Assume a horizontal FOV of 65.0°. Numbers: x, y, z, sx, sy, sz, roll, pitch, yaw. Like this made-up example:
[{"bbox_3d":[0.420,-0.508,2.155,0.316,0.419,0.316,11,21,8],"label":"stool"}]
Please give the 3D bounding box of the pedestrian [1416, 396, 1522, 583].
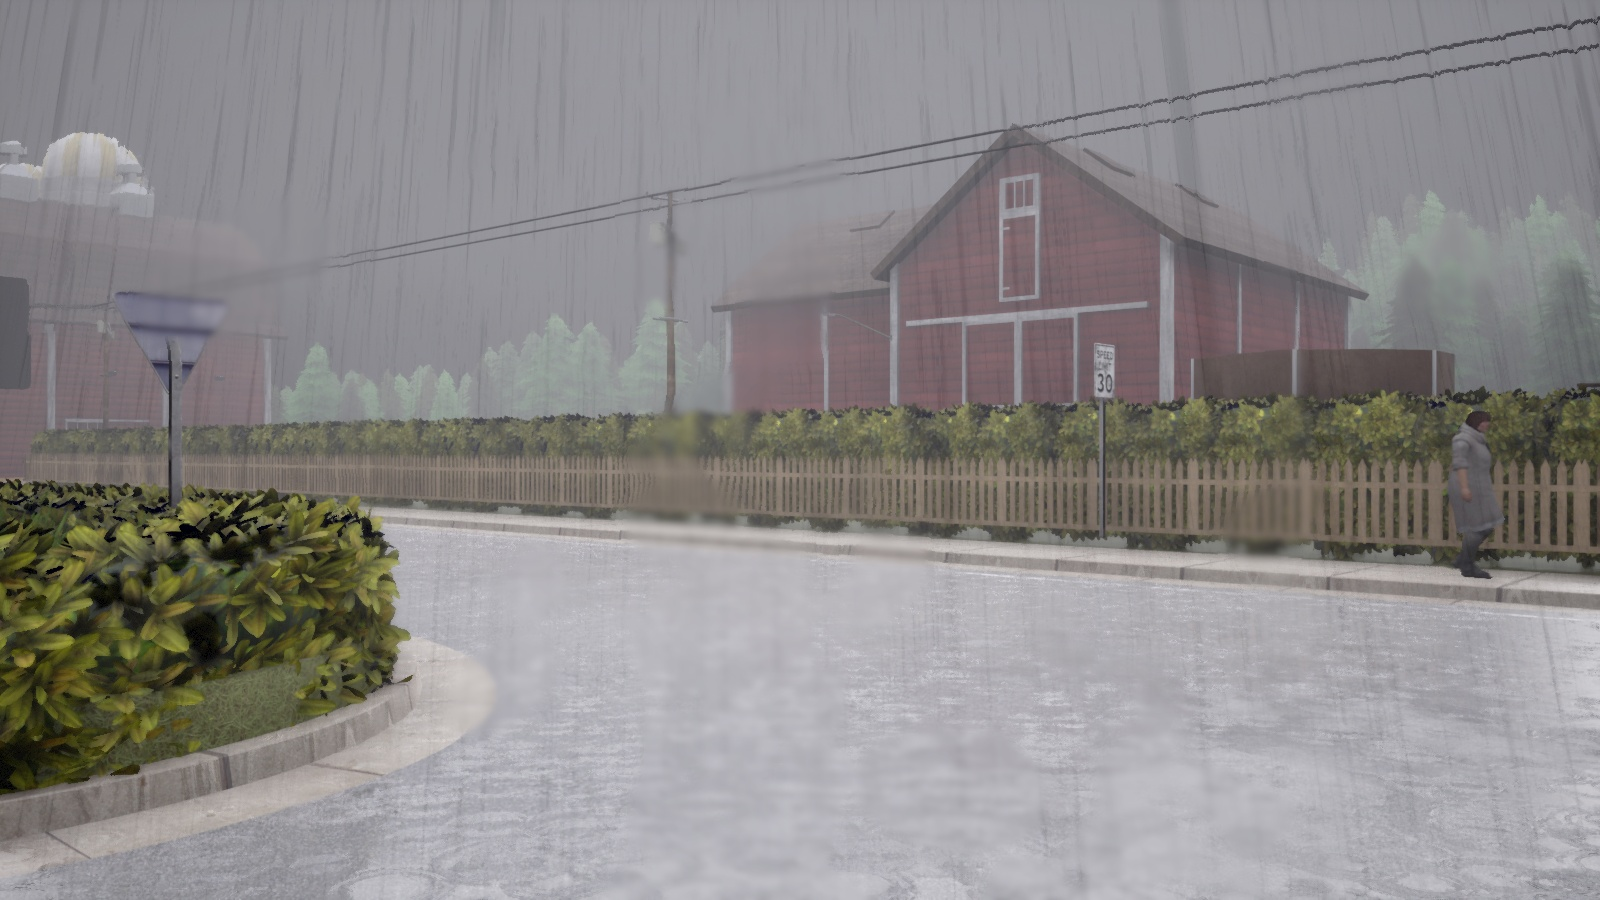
[{"bbox_3d":[7.281,0.418,13.663,0.873,1.952,0.659,0,0,43],"label":"pedestrian"}]
